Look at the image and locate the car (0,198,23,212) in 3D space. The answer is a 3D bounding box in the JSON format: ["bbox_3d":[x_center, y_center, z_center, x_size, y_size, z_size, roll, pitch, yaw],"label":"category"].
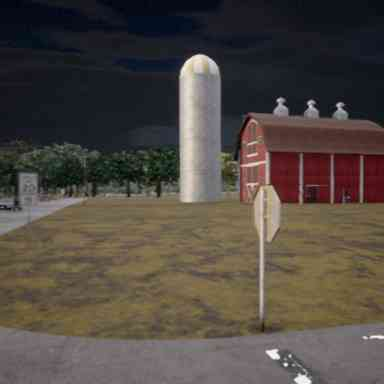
[{"bbox_3d":[-18.604,1.281,33.731,1.994,1.385,4.181,0,0,-15],"label":"car"}]
